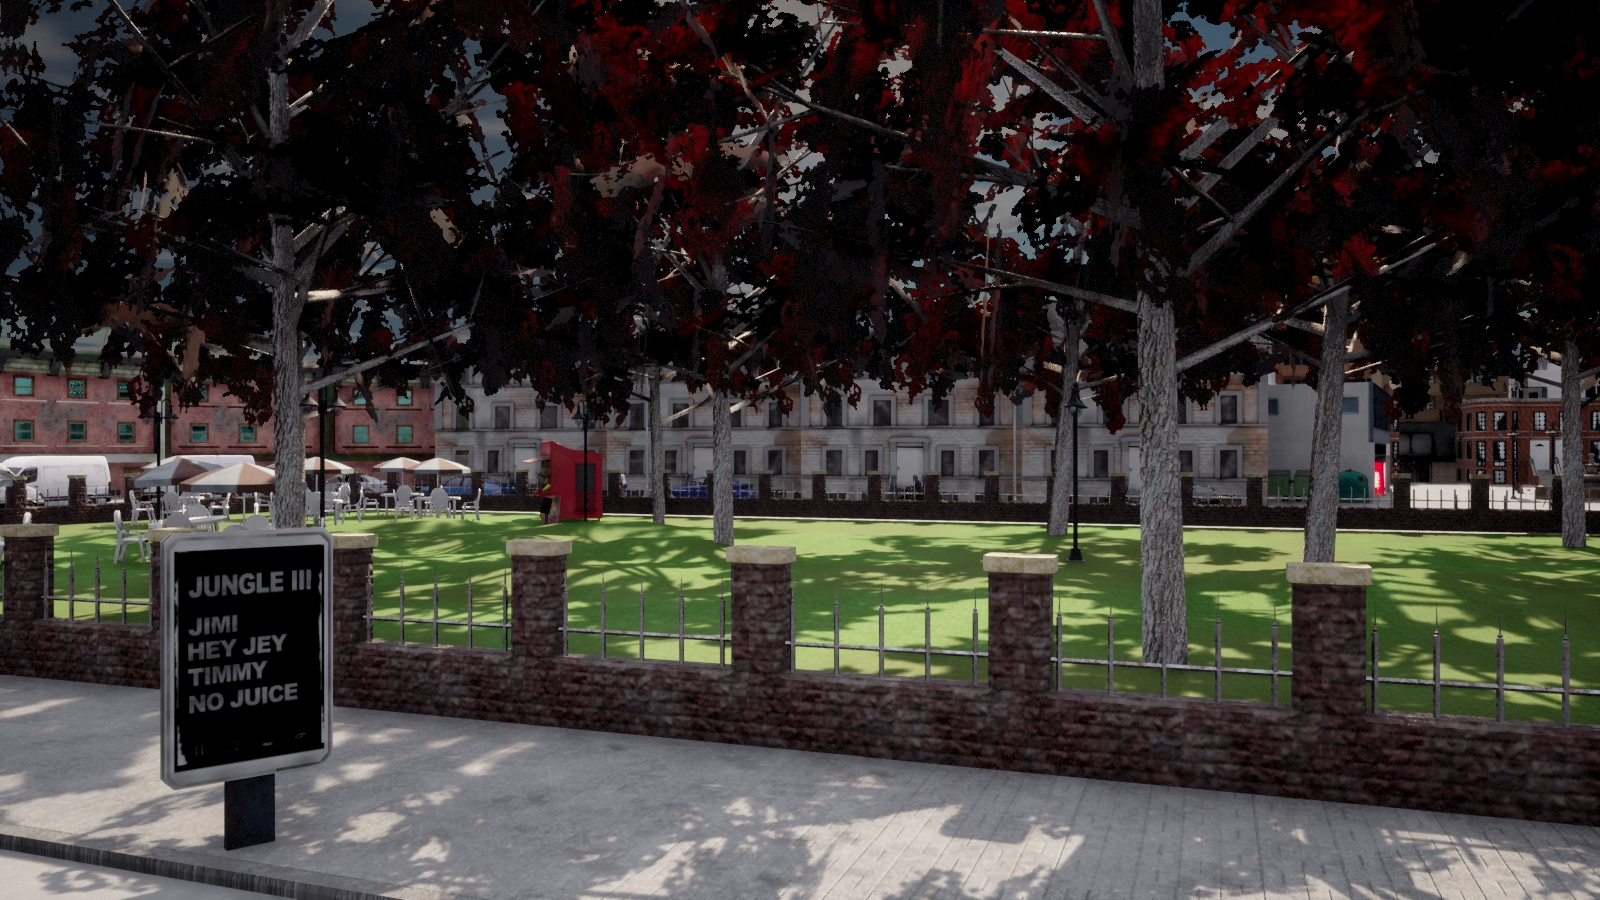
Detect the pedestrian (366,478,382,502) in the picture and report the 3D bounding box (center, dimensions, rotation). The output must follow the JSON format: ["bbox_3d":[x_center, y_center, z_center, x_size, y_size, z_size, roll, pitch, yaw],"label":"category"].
[{"bbox_3d":[-20.494,1.921,54.942,0.500,1.100,0.500,0,0,14],"label":"pedestrian"}]

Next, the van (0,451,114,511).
[{"bbox_3d":[-34.456,1.334,51.696,1.988,2.561,5.915,0,0,21],"label":"van"}]

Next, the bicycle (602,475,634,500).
[{"bbox_3d":[-9.502,1.948,59.688,1.643,1.296,0.373,0,0,20],"label":"bicycle"}]

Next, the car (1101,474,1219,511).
[{"bbox_3d":[15.915,1.828,50.477,4.902,1.511,2.128,0,0,20],"label":"car"}]

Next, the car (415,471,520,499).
[{"bbox_3d":[-18.262,1.902,62.828,5.357,1.411,2.033,0,0,19],"label":"car"}]

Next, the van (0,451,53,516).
[{"bbox_3d":[-32.736,1.333,44.655,1.988,2.561,5.915,0,0,20],"label":"van"}]

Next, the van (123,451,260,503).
[{"bbox_3d":[-31.314,1.336,58.944,1.988,2.561,5.915,0,0,41],"label":"van"}]
